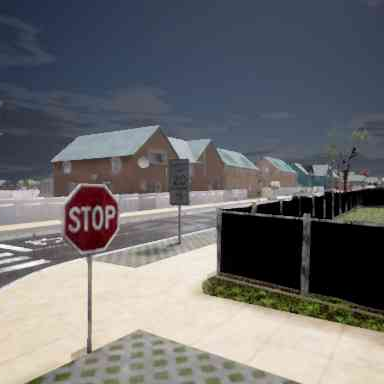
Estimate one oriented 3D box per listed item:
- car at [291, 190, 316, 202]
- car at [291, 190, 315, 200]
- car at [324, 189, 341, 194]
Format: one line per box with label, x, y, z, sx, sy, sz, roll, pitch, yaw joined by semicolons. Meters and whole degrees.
car;15.458;0.477;45.977;2.033;1.411;5.357;0;1;34
car;12.223;0.668;36.121;1.994;1.385;4.181;0;1;34
car;20.512;0.281;48.624;1.837;1.490;4.892;0;1;34
